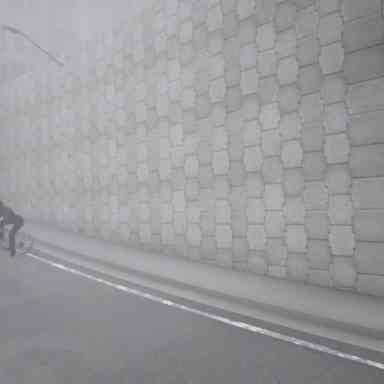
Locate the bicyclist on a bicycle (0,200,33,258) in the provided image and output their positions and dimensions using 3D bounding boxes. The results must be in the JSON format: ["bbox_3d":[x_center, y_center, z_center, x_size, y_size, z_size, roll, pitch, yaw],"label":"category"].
[{"bbox_3d":[-5.228,1.058,9.268,0.582,1.620,1.656,5,3,38],"label":"bicyclist on a bicycle"}]
